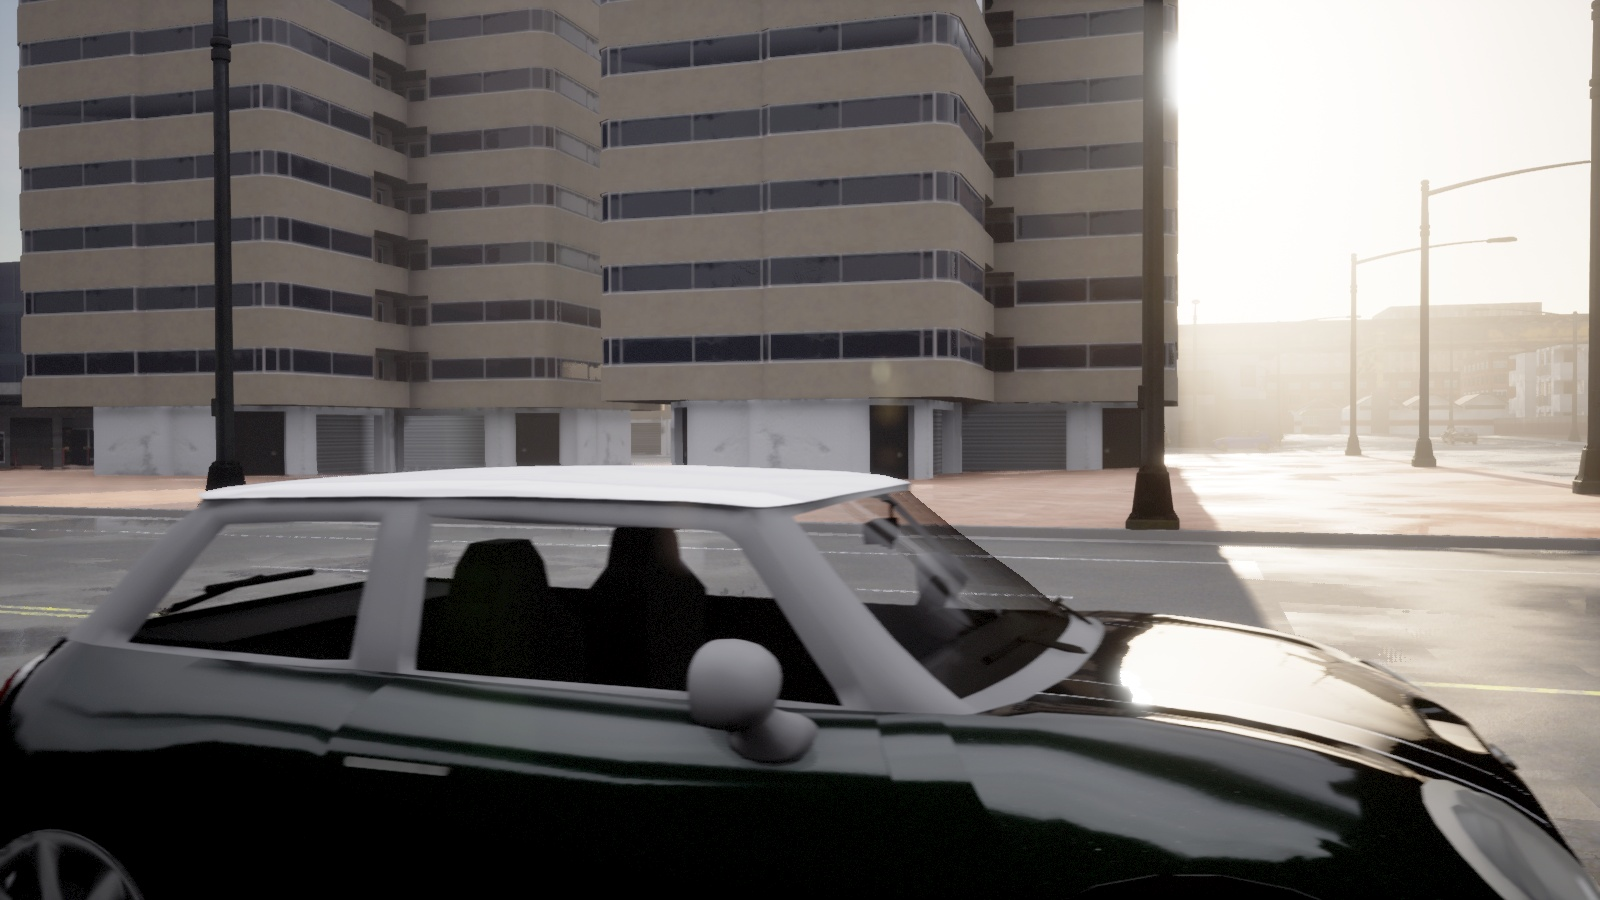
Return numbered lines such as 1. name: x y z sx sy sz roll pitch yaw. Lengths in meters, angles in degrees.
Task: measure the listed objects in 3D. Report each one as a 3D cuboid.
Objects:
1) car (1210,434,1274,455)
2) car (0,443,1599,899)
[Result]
1. car: 31.278 -0.381 88.965 4.193 1.474 1.816 0 1 17
2. car: -0.081 0.739 3.269 3.806 1.475 1.970 1 1 19
